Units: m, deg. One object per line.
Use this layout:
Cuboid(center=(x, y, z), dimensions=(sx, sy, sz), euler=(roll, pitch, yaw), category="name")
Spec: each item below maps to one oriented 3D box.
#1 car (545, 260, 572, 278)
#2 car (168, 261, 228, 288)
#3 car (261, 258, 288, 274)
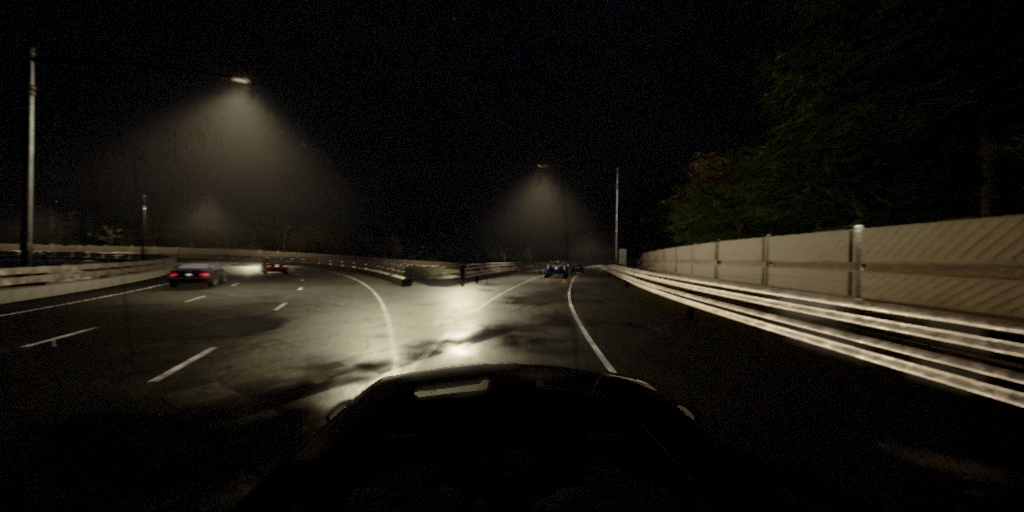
Cuboid(center=(4.622, 1.231, 36.056), dimensions=(2.097, 1.767, 4.553), euler=(1, -1, 12), category="car")
Cuboid(center=(-17.978, 0.995, 20.701), dimensions=(2.033, 1.411, 5.357), euler=(1, 0, -31), category="car")
Cuboid(center=(-22.303, 0.919, 33.682), dimensions=(2.033, 1.411, 5.357), euler=(1, 0, -38), category="car")
